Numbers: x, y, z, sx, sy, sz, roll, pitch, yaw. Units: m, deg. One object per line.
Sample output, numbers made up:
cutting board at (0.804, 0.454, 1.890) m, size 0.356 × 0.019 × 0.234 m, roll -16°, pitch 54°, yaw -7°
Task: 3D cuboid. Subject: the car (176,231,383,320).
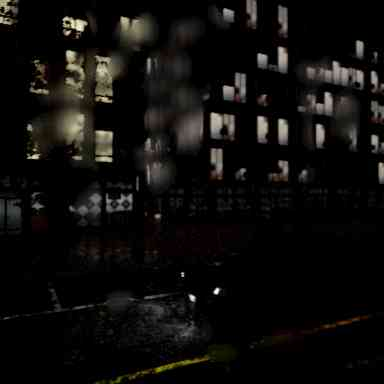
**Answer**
car at (2.382, 1.639, 7.542) m, size 5.357 × 1.411 × 2.033 m, roll 0°, pitch -1°, yaw -27°
